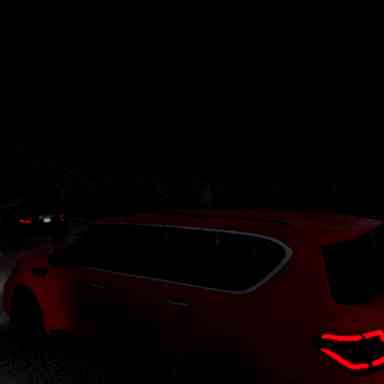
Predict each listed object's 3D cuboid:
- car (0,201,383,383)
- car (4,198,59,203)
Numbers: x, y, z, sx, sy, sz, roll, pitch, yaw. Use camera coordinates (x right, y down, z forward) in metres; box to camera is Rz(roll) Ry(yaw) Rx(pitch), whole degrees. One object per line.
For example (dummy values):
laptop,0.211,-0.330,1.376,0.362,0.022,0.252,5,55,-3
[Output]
car,-0.315,1.239,4.401,5.566,2.045,2.150,0,0,38
car,-8.028,1.310,16.122,2.150,2.045,5.566,0,0,-44
